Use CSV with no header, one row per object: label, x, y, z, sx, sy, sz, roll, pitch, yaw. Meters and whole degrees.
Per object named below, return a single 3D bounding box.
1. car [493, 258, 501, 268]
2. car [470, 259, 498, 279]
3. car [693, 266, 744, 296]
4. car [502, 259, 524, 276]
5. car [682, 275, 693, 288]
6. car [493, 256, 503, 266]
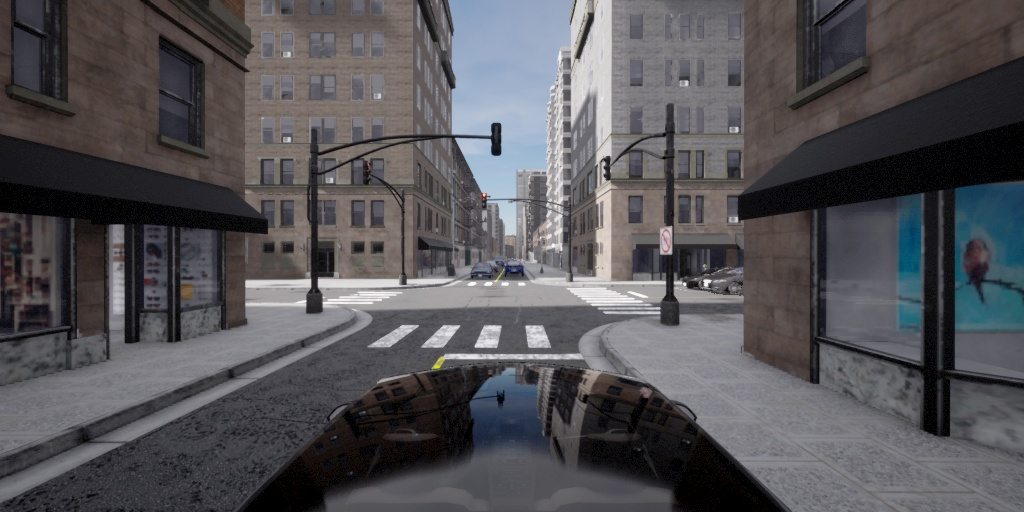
car,-2.672,1.293,44.001,1.812,1.442,4.674,0,0,0
car,-2.718,1.305,33.471,2.033,1.411,5.357,0,0,0
car,12.625,1.245,18.775,4.902,1.511,2.128,0,0,0
car,0.250,1.238,37.790,1.882,1.535,5.008,0,0,0
car,12.448,1.313,21.314,4.313,1.339,1.948,0,0,0
car,-2.524,1.021,63.788,2.150,2.045,5.566,0,0,1
